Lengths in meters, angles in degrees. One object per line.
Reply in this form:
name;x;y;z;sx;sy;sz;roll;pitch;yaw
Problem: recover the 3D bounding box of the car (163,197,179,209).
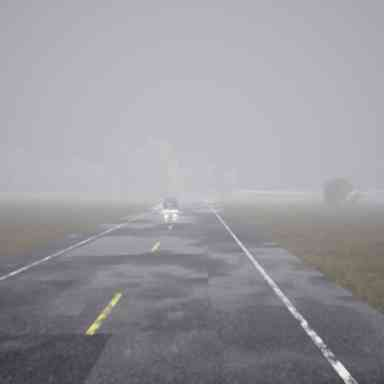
car;-2.713;1.417;43.130;2.128;1.511;4.902;-1;0;1
